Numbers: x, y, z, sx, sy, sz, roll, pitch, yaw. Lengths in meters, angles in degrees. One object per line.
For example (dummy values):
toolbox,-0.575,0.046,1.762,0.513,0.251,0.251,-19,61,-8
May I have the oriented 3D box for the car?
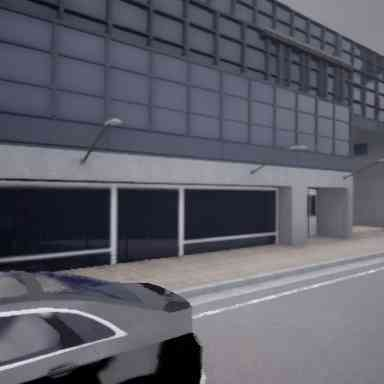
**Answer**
car,-2.162,1.484,2.461,4.902,1.511,2.128,1,0,-35
